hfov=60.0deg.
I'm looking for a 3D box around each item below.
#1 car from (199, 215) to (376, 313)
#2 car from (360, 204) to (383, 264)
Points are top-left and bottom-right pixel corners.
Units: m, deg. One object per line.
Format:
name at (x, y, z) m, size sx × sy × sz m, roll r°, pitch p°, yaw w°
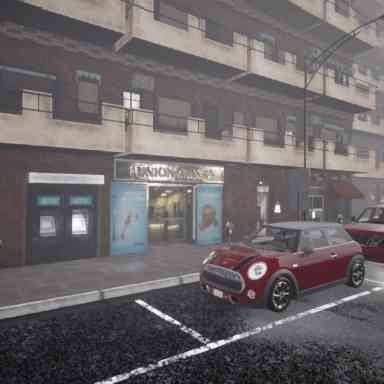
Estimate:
car at (2.126, 1.442, 7.621) m, size 4.097 × 1.590 × 1.967 m, roll 0°, pitch 0°, yaw -36°
car at (6.628, 1.321, 10.844) m, size 5.009 × 1.841 × 2.192 m, roll 0°, pitch 0°, yaw -36°
